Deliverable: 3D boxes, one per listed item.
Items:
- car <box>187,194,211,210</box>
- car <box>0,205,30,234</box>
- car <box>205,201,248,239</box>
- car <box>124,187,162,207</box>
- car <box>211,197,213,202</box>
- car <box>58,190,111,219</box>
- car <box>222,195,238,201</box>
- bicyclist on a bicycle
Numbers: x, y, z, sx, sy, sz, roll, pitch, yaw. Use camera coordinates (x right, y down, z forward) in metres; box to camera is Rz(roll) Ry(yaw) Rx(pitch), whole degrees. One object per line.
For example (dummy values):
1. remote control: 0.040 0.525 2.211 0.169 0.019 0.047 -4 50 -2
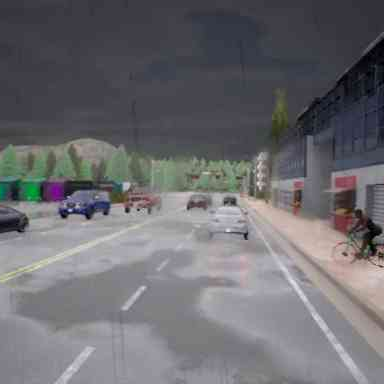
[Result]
1. car: 0.696 1.058 37.318 2.097 1.767 4.553 1 0 7
2. car: -9.172 1.275 14.777 1.994 1.385 4.181 1 0 7
3. car: 1.857 1.420 16.846 1.812 1.442 4.674 1 0 6
4. car: -3.992 0.576 28.083 2.150 2.045 5.566 1 0 7
5. car: 1.996 1.145 48.539 1.837 1.490 4.892 1 1 7
6. car: -7.946 0.869 25.274 2.150 2.045 5.566 1 0 6
7. car: 5.351 1.214 47.088 1.837 1.490 4.892 1 0 7
8. bicyclist on a bicycle: 4.832 1.312 9.401 1.656 1.620 0.582 2 1 7
